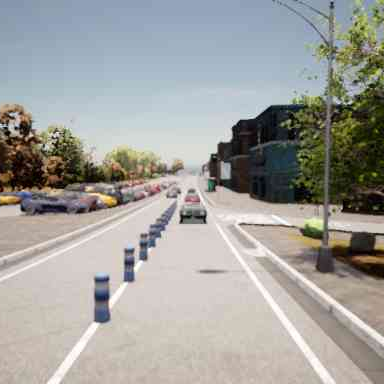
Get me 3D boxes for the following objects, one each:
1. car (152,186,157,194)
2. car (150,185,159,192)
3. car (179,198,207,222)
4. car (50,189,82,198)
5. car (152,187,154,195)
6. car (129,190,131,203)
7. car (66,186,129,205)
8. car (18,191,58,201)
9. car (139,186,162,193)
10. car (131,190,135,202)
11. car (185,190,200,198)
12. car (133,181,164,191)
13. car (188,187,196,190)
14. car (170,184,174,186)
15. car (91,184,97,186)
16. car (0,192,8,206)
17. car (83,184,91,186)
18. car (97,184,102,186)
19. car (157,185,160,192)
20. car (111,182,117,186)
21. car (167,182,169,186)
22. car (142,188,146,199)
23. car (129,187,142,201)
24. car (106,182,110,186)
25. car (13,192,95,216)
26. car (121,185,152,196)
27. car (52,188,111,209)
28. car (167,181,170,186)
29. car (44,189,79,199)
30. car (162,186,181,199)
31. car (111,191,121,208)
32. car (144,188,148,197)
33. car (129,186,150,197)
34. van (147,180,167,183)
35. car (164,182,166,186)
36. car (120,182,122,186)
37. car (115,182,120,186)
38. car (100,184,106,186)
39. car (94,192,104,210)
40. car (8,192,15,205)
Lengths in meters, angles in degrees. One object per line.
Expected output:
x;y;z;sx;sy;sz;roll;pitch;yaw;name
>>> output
-9.765;0.063;63.547;5.008;1.535;2.097;0;3;0;car
-9.743;-0.065;66.333;5.008;1.535;2.097;0;3;0;car
0.085;1.405;24.352;1.895;1.301;4.718;1;0;0;car
-22.880;0.180;60.697;5.008;1.535;2.097;0;2;0;car
-9.796;0.222;60.762;4.674;1.452;2.002;0;3;0;car
-9.970;0.828;38.479;4.892;1.521;2.231;0;1;0;car
-10.027;0.612;35.687;5.566;2.045;2.435;0;1;0;car
-22.959;0.569;49.680;4.892;1.521;2.231;0;1;0;car
-9.651;-0.641;77.457;5.008;1.535;2.097;0;3;0;car
-9.924;0.810;41.258;4.792;1.488;2.163;0;1;0;car
0.054;0.835;41.787;1.994;1.385;4.181;0;2;0;car
-9.708;-0.744;74.665;5.566;2.045;2.435;0;3;0;car
-0.057;-0.506;76.206;1.895;1.301;4.718;0;3;0;car
-3.311;-0.403;71.999;1.882;1.535;5.008;0;3;0;car
-22.837;-0.327;69.053;4.553;1.767;2.185;0;3;0;car
-23.264;0.851;35.734;5.366;1.575;1.946;0;1;0;car
-22.880;-0.190;63.473;5.566;2.045;2.435;0;3;0;car
-22.778;-0.345;71.840;5.008;1.535;2.097;0;3;0;car
-9.696;-0.171;69.118;4.792;1.488;2.163;0;3;0;car
-22.671;-1.052;85.870;4.674;1.452;2.002;0;3;0;car
-9.548;-1.383;91.353;5.008;1.535;2.097;0;3;0;car
-9.855;0.605;49.625;4.792;1.488;2.163;0;2;0;car
-9.876;0.527;46.834;4.553;1.767;2.185;0;2;0;car
-22.708;-0.898;77.512;5.566;2.045;2.435;0;3;0;car
-10.060;0.957;24.547;4.792;1.488;2.163;0;0;0;car
-9.848;0.168;57.970;4.553;1.767;2.185;0;2;0;car
-10.075;0.782;30.116;4.553;1.767;2.185;0;0;0;car
-9.515;-1.533;94.132;5.008;1.535;2.097;0;3;0;car
-22.712;0.288;57.908;5.366;1.575;1.946;0;2;0;car
-3.370;0.302;56.206;2.128;1.511;4.902;0;2;0;car
-10.016;0.890;32.896;5.008;1.535;2.097;0;1;0;car
-9.891;0.519;52.412;4.792;1.488;2.163;0;2;0;car
-9.870;0.271;55.192;4.553;1.767;2.185;0;2;0;car
-9.682;-1.460;88.563;4.442;1.987;1.878;0;3;0;van
-9.581;-1.056;82.883;4.553;1.767;2.185;0;3;0;car
-22.629;-1.390;91.430;4.892;1.521;2.231;0;3;0;car
-22.651;-1.241;88.649;5.008;1.535;2.097;0;3;0;car
-22.945;-0.502;74.746;5.366;1.575;1.946;0;3;0;car
-10.096;0.947;27.331;4.792;1.488;2.163;0;0;0;car
-23.241;0.815;38.529;5.366;1.575;1.946;0;1;0;car
